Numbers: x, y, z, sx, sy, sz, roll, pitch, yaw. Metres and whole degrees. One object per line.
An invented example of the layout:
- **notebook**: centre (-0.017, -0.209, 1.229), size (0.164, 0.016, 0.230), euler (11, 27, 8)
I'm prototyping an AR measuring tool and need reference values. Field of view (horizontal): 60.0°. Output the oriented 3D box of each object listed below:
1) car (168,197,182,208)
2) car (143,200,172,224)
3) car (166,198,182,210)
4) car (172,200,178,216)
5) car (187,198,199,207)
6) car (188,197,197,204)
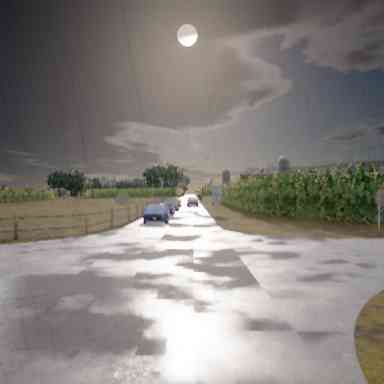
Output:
- **car**: centre (-2.778, 1.709, 55.165), size (2.128, 1.511, 4.902), euler (0, 0, 1)
- **car**: centre (-2.795, 1.643, 26.598), size (1.882, 1.535, 5.008), euler (0, 0, -2)
- **car**: centre (-2.823, 1.566, 44.897), size (2.097, 1.767, 4.553), euler (0, 0, 0)
- **car**: centre (-2.836, 1.796, 35.910), size (1.895, 1.301, 4.718), euler (0, 0, 0)
- **car**: centre (0.116, 1.742, 57.398), size (1.812, 1.442, 4.674), euler (0, 0, 0)
- **car**: centre (0.093, 1.794, 69.143), size (1.895, 1.301, 4.718), euler (0, 0, 0)
